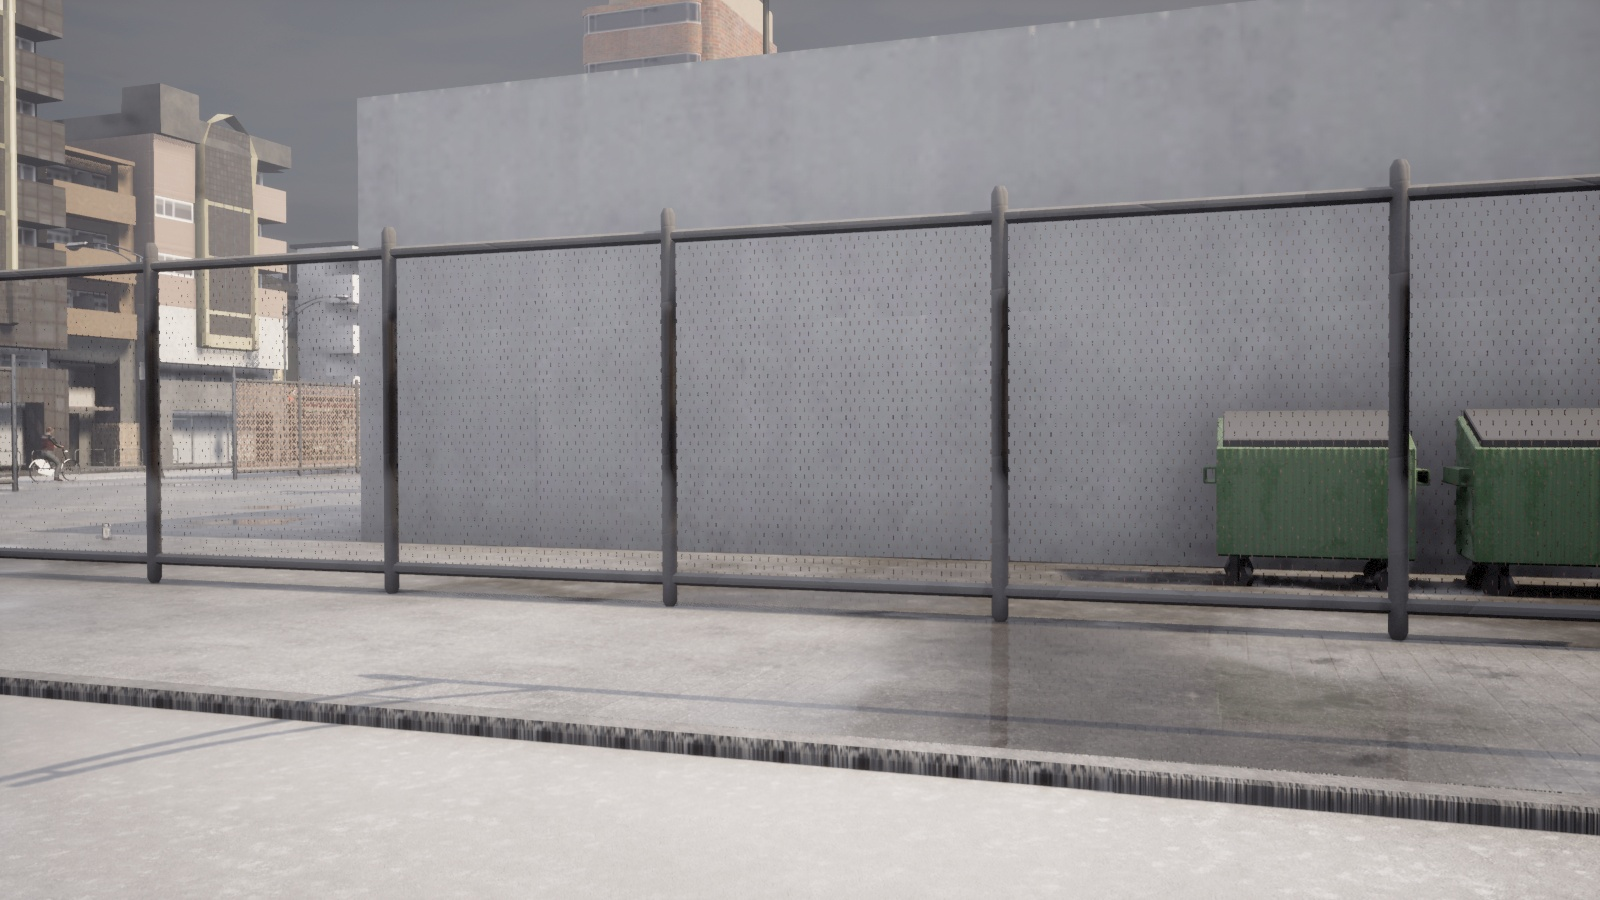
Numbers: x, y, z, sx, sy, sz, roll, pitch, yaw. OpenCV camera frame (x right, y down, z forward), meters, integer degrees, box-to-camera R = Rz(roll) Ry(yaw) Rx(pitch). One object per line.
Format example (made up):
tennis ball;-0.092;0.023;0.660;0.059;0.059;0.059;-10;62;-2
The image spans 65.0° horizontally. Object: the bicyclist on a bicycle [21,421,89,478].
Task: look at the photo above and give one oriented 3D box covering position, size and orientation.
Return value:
bicyclist on a bicycle;-23.671;-0.031;39.939;0.659;1.776;1.843;1;1;19
